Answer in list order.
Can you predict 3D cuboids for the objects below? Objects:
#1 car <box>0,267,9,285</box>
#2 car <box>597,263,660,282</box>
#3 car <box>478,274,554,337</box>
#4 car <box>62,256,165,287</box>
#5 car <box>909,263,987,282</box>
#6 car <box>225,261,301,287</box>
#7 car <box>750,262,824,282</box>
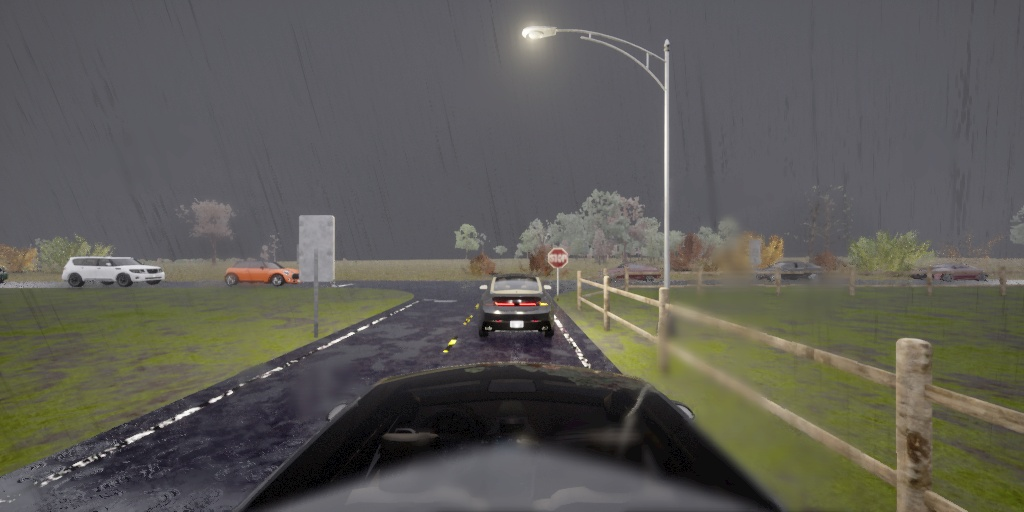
[{"bbox_3d":[-39.043,1.080,25.045,5.566,2.045,2.150,0,0,0],"label":"car"},{"bbox_3d":[8.914,1.249,27.572,4.674,1.442,1.812,0,0,0],"label":"car"},{"bbox_3d":[0.105,1.254,10.304,1.837,1.490,4.892,0,0,0],"label":"car"},{"bbox_3d":[-27.614,1.044,24.928,5.566,2.045,2.150,0,0,1],"label":"car"},{"bbox_3d":[33.200,1.240,27.364,4.181,1.385,1.994,0,0,1],"label":"car"},{"bbox_3d":[-16.989,1.145,24.839,4.553,1.767,2.097,0,0,1],"label":"car"},{"bbox_3d":[20.983,1.199,27.472,4.892,1.490,1.837,0,0,1],"label":"car"}]
